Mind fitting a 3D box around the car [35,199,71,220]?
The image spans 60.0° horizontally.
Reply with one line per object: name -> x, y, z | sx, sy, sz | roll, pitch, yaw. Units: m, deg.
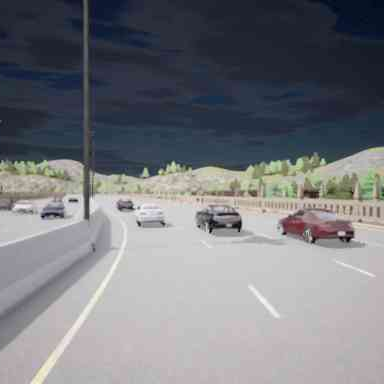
car -> -12.160, 1.604, 29.488 | 2.033, 1.411, 5.357 | 0, 0, -17

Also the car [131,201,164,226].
car -> -3.111, 1.542, 23.674 | 1.812, 1.442, 4.674 | 0, 0, -14

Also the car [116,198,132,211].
car -> -8.300, 1.532, 41.178 | 2.128, 1.511, 4.902 | 0, 0, -17

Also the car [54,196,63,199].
car -> -29.818, 1.629, 74.189 | 2.128, 1.511, 4.902 | 0, 0, -18

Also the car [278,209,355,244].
car -> 5.653, 1.502, 15.589 | 1.812, 1.442, 4.674 | 0, 0, -8

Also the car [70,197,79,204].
car -> -24.252, 1.688, 68.180 | 1.895, 1.301, 4.718 | 0, 0, -18

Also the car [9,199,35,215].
car -> -17.648, 1.607, 35.313 | 1.812, 1.442, 4.674 | 0, 0, -17

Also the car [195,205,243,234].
car -> 1.426, 1.487, 19.322 | 2.128, 1.511, 4.902 | 0, 0, -11

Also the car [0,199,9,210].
car -> -23.285, 1.610, 41.576 | 1.837, 1.490, 4.892 | 0, 1, -17
